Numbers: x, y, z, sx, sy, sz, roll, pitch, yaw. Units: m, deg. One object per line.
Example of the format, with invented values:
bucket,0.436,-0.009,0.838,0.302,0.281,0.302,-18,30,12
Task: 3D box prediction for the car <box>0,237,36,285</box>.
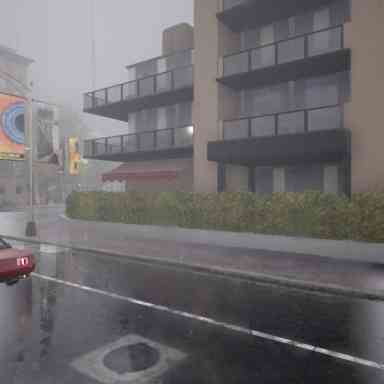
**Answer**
car,-5.991,1.601,8.255,4.718,1.301,1.895,0,0,35
